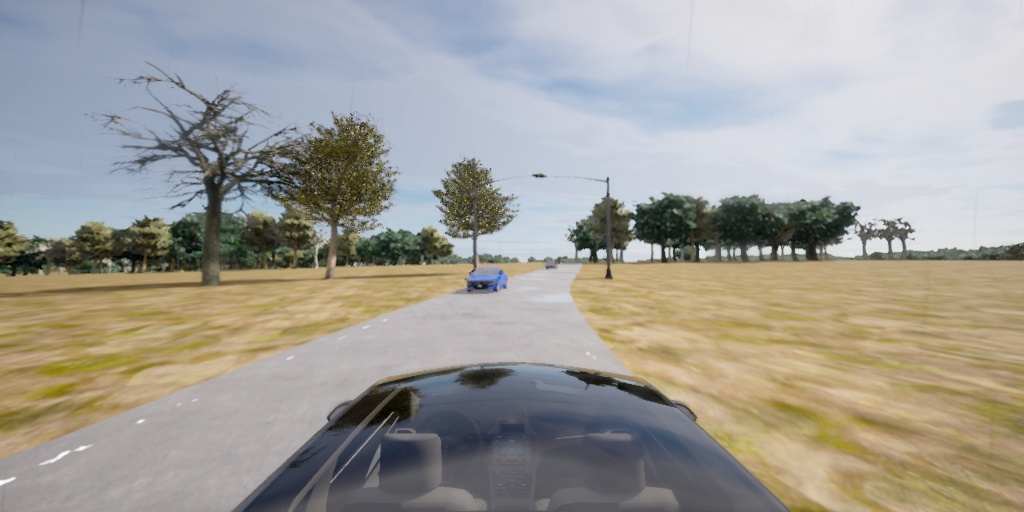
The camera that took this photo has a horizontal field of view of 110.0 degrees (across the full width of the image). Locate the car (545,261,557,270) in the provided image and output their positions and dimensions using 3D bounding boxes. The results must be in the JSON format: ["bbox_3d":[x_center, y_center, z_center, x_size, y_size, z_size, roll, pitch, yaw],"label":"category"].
[{"bbox_3d":[7.033,1.654,64.282,1.837,1.490,4.892,0,0,12],"label":"car"}]

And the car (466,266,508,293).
[{"bbox_3d":[-1.449,1.418,22.494,1.882,1.535,5.008,0,-1,8],"label":"car"}]
